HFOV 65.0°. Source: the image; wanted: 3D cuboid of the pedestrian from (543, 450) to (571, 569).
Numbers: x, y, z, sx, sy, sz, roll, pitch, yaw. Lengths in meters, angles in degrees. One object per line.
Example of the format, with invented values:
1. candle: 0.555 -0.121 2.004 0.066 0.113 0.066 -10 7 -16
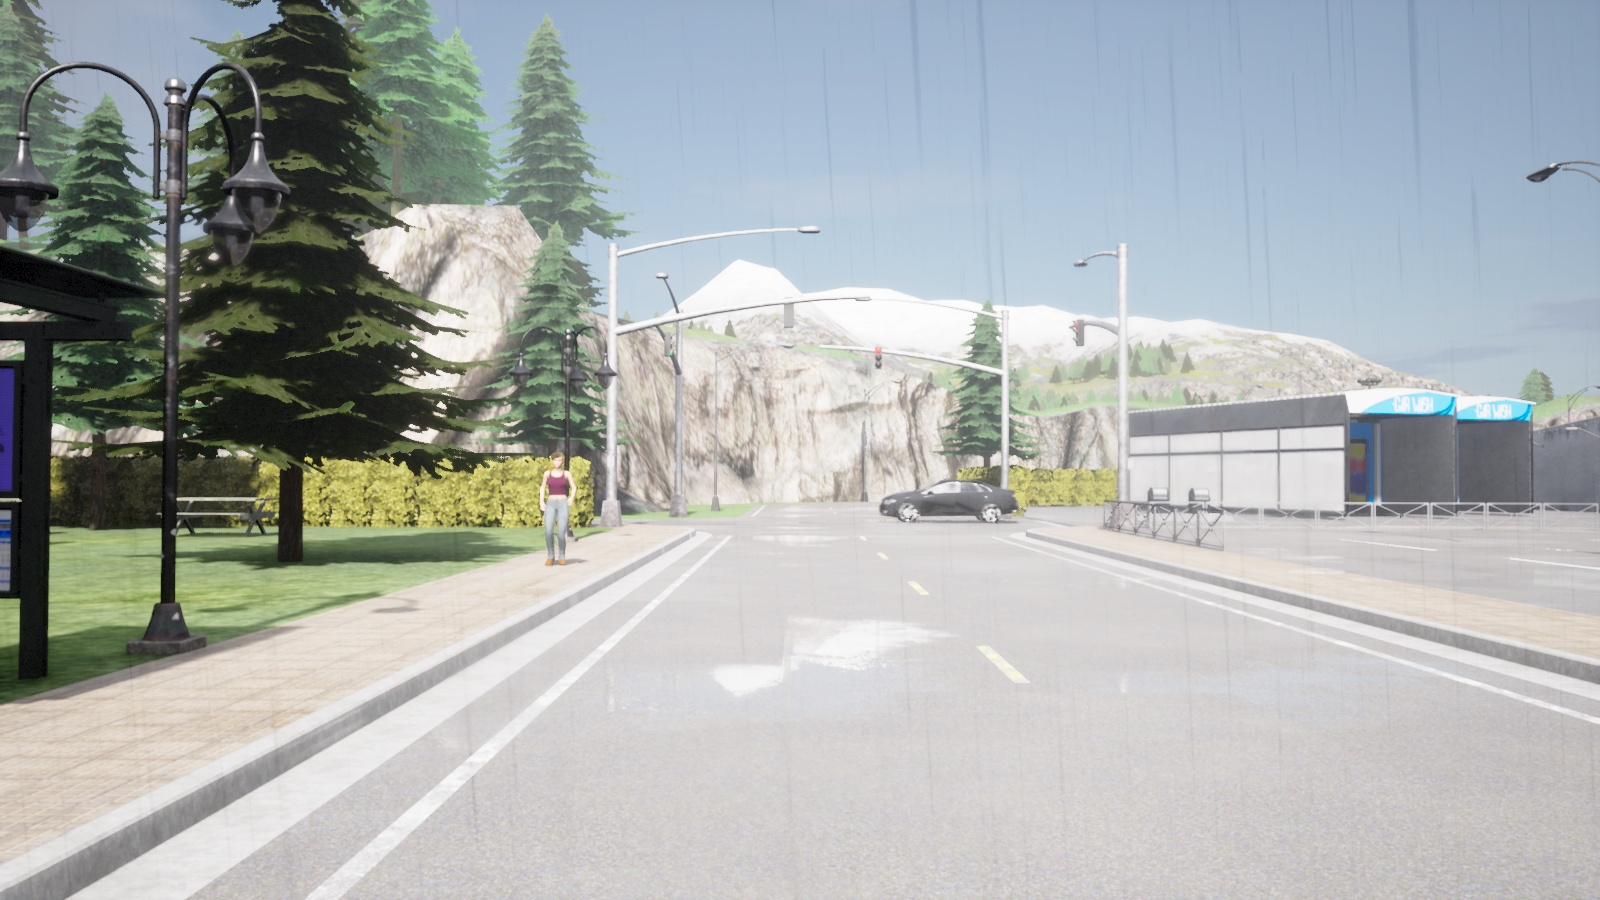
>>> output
1. pedestrian: -3.823 0.926 19.739 0.345 1.836 0.594 0 -1 -2

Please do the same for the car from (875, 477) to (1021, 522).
1. car: 5.172 1.729 44.361 4.902 1.511 2.128 0 -1 1
